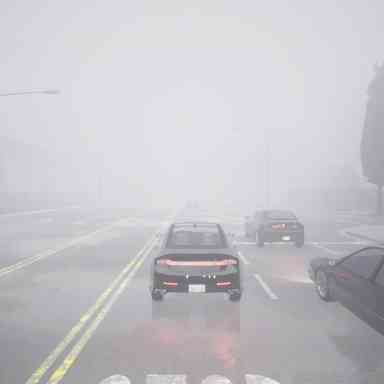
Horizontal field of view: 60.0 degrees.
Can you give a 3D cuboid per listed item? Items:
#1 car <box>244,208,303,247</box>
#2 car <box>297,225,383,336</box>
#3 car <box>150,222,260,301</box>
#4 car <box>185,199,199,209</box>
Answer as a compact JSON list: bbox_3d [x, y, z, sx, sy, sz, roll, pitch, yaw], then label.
[{"bbox_3d":[3.568,1.505,15.014,1.837,1.490,4.892,0,0,0],"label":"car"},{"bbox_3d":[3.589,1.547,5.267,2.033,1.411,5.357,0,0,0],"label":"car"},{"bbox_3d":[0.083,1.492,8.313,2.128,1.511,4.902,0,0,0],"label":"car"},{"bbox_3d":[0.010,1.601,44.132,1.895,1.301,4.718,0,0,0],"label":"car"}]
